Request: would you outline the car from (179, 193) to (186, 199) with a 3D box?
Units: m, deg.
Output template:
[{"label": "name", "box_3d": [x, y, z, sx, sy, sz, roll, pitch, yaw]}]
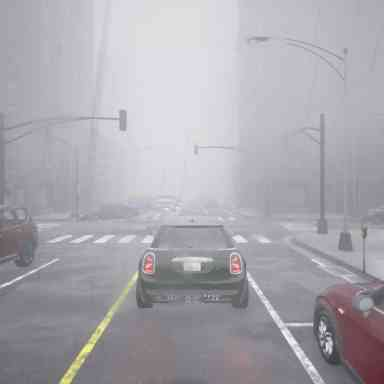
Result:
[{"label": "car", "box_3d": [-2.946, 1.537, 69.300, 2.033, 1.411, 5.357, 0, 0, 0]}]

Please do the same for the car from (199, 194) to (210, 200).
[{"label": "car", "box_3d": [2.713, 1.558, 57.980, 1.947, 1.339, 4.313, 0, 0, 0]}]

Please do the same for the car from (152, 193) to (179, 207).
[{"label": "car", "box_3d": [-3.067, 1.219, 39.804, 2.150, 2.045, 5.566, 0, 0, 0]}]

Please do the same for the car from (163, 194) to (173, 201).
[{"label": "car", "box_3d": [-5.795, 1.302, 80.349, 2.192, 1.841, 5.009, 0, 0, 0]}]

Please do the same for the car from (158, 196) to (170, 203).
[{"label": "car", "box_3d": [-5.804, 1.540, 69.158, 2.008, 1.369, 4.403, 0, 0, 0]}]

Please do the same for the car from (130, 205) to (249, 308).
[{"label": "car", "box_3d": [0.016, 1.352, 8.056, 2.097, 1.767, 4.553, 0, 0, 0]}]

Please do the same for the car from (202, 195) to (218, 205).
[{"label": "car", "box_3d": [2.705, 1.520, 46.961, 1.752, 1.417, 4.829, 0, 0, 0]}]

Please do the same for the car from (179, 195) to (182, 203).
[{"label": "car", "box_3d": [-3.049, 1.594, 53.145, 1.895, 1.301, 4.718, 0, 0, 0]}]

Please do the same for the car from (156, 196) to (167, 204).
[{"label": "car", "box_3d": [-5.808, 1.516, 63.392, 1.752, 1.417, 4.829, 0, 0, 0]}]

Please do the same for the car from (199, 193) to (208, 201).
[{"label": "car", "box_3d": [3.069, 1.210, 86.585, 2.150, 2.045, 5.566, 0, 0, 0]}]

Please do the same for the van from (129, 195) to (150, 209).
[{"label": "van", "box_3d": [-5.830, 1.337, 35.582, 1.690, 1.788, 3.998, 0, 0, 0]}]

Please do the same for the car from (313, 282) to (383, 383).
[{"label": "car", "box_3d": [2.670, 1.440, 3.130, 1.967, 1.590, 4.097, 0, 0, 0]}]

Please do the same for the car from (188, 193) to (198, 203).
[{"label": "car", "box_3d": [0.107, 1.515, 66.609, 1.812, 1.442, 4.674, 0, 0, 0]}]

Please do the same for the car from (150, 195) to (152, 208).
[{"label": "car", "box_3d": [-5.826, 1.310, 41.179, 2.192, 1.841, 5.009, 0, 0, 0]}]

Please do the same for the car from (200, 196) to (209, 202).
[{"label": "car", "box_3d": [2.727, 1.570, 74.763, 1.802, 1.307, 4.206, 0, 0, 0]}]

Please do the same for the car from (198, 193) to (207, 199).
[{"label": "car", "box_3d": [2.718, 1.305, 63.574, 2.192, 1.841, 5.009, 0, 0, 0]}]

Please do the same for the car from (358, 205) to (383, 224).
[{"label": "car", "box_3d": [14.395, 1.515, 23.743, 4.674, 1.442, 1.812, 0, 0, 1]}]

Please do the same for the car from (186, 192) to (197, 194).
[{"label": "car", "box_3d": [0.060, 1.362, 76.576, 1.812, 1.442, 4.674, 0, 0, 0]}]

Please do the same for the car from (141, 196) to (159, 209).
[{"label": "car", "box_3d": [-5.822, 1.434, 46.774, 1.967, 1.590, 4.097, 0, 0, 0]}]

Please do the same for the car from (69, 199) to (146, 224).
[{"label": "car", "box_3d": [-6.451, 1.545, 25.376, 2.033, 1.411, 5.357, 0, 0, 43]}]

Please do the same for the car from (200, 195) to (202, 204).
[{"label": "car", "box_3d": [2.709, 1.544, 52.386, 2.008, 1.369, 4.403, 0, 0, 0]}]

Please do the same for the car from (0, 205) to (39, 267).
[{"label": "car", "box_3d": [-5.852, 1.315, 8.635, 2.192, 1.841, 5.009, 0, 0, 0]}]

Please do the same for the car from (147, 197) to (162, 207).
[{"label": "car", "box_3d": [-5.817, 1.538, 52.370, 1.887, 1.381, 4.507, 0, 0, 0]}]
